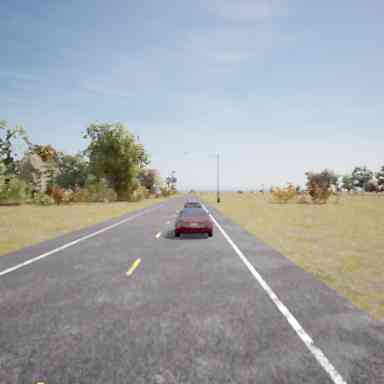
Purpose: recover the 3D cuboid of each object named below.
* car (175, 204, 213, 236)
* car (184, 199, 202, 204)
[{"bbox_3d":[0.100,1.566,18.322,1.994,1.385,4.181,0,0,0],"label":"car"},{"bbox_3d":[0.099,1.496,37.091,2.128,1.511,4.902,0,0,0],"label":"car"}]
